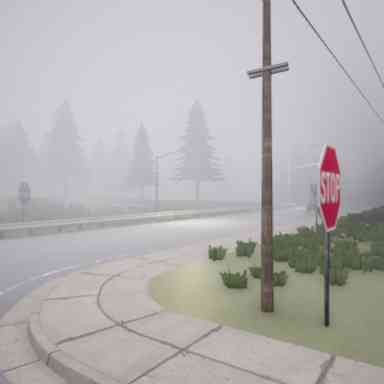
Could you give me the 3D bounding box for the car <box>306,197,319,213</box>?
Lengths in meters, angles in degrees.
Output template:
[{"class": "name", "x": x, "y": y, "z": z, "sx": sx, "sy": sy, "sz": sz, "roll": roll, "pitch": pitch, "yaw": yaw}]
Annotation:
[{"class": "car", "x": 14.426, "y": 1.369, "z": 37.178, "sx": 2.097, "sy": 1.767, "sz": 4.553, "roll": 0, "pitch": 0, "yaw": 37}]
